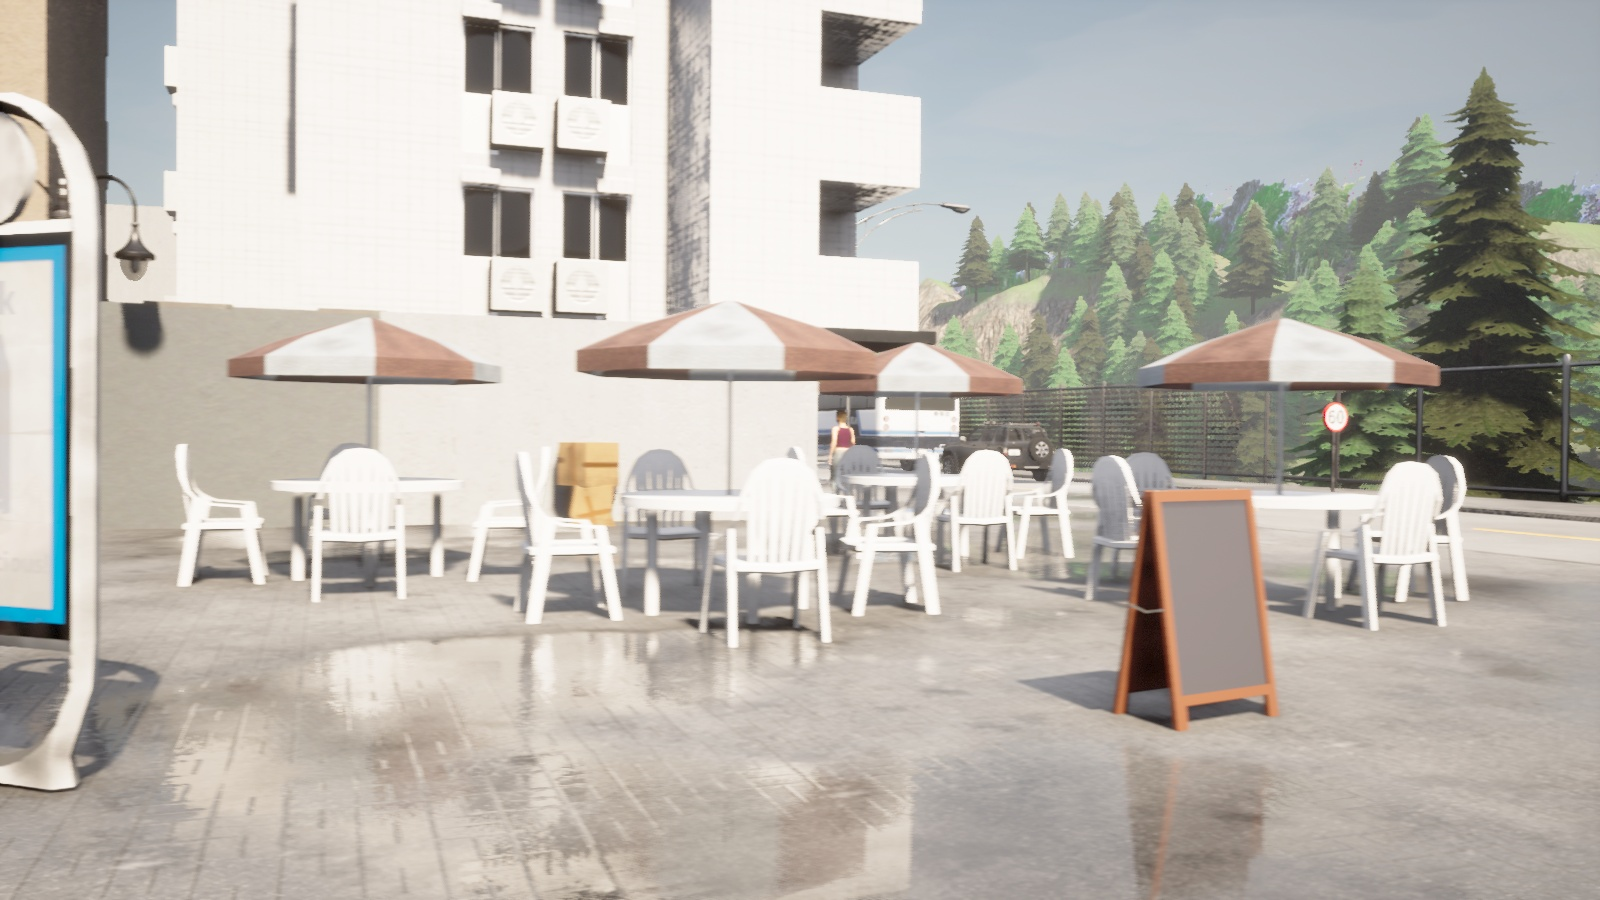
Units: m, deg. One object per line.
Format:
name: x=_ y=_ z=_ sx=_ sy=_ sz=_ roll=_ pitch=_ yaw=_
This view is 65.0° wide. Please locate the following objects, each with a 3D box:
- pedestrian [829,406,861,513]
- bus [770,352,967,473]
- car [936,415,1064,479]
pedestrian: x=0.784 y=0.161 z=22.052 sx=0.345 sy=1.836 sz=0.594 roll=-1 pitch=1 yaw=-21
bus: x=2.403 y=-1.411 z=49.651 sx=3.944 sy=4.253 sz=10.273 roll=-1 pitch=1 yaw=-21
car: x=6.215 y=-0.098 z=39.557 sx=1.932 sy=1.855 sz=4.605 roll=-1 pitch=0 yaw=-21
